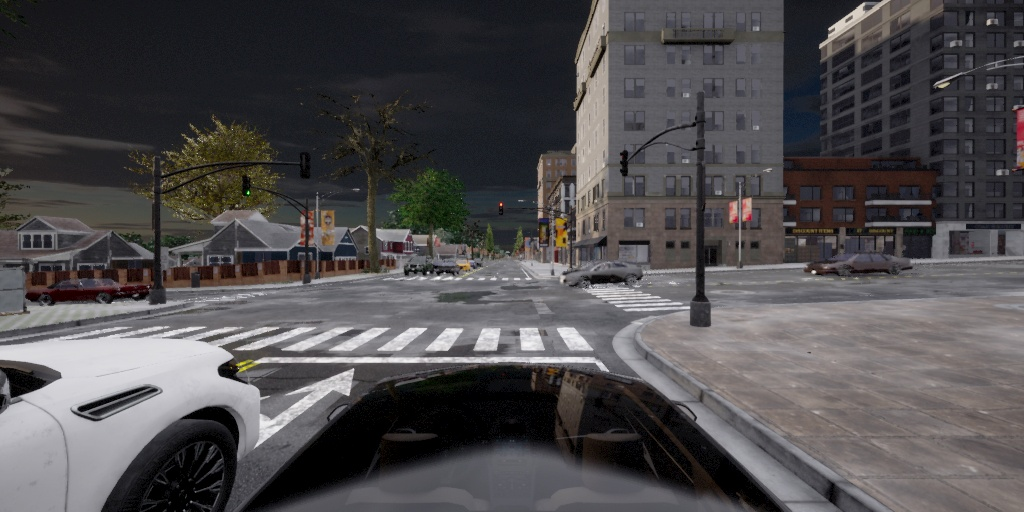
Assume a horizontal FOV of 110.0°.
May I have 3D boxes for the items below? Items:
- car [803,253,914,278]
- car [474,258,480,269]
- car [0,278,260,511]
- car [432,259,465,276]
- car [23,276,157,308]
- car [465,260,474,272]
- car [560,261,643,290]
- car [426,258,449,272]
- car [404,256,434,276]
[{"bbox_3d":[21.104,0.501,21.920,5.357,1.411,2.033,-2,0,0],"label":"car"},{"bbox_3d":[-6.646,1.333,57.029,1.812,1.442,4.674,0,0,0],"label":"car"},{"bbox_3d":[-3.145,0.972,0.558,2.150,2.045,5.566,0,0,0],"label":"car"},{"bbox_3d":[-6.633,1.316,37.900,2.033,1.411,5.357,0,0,0],"label":"car"},{"bbox_3d":[-21.640,1.806,18.534,4.718,1.301,1.895,-2,0,0],"label":"car"},{"bbox_3d":[-6.643,1.261,47.692,1.882,1.535,5.008,0,0,0],"label":"car"},{"bbox_3d":[5.195,1.060,20.925,4.902,1.511,2.128,-2,0,-13],"label":"car"},{"bbox_3d":[-9.890,1.136,48.065,2.097,1.767,4.553,0,0,0],"label":"car"},{"bbox_3d":[-9.880,0.990,38.593,2.150,2.045,5.566,0,0,0],"label":"car"}]
